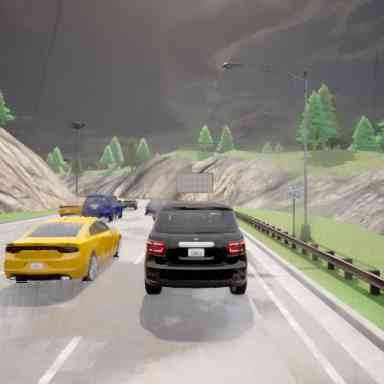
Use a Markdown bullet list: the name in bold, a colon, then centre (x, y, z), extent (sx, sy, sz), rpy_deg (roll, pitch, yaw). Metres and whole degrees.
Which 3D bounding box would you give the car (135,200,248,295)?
- **car**: centre (0.085, 1.221, 8.878), extent (2.150, 2.045, 5.566), rpy_deg (0, 0, 0)

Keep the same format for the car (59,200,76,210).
- **car**: centre (-10.561, 1.478, 30.562), extent (1.882, 1.535, 5.008), rpy_deg (0, 0, -2)

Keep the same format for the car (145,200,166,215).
- **car**: centre (-3.757, 1.564, 34.686), extent (1.994, 1.385, 4.181), rpy_deg (0, 0, -3)

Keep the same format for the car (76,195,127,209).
- **car**: centre (-6.957, 1.223, 26.354), extent (2.150, 2.045, 5.566), rpy_deg (0, 0, 0)

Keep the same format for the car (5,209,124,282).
- **car**: centre (-3.414, 1.477, 9.785), extent (1.882, 1.535, 5.008), rpy_deg (0, 0, 0)

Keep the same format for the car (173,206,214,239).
- **car**: centre (0.077, 1.559, 18.097), extent (1.994, 1.385, 4.181), rpy_deg (0, 0, 0)

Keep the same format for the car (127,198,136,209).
- **car**: centre (-8.009, 1.503, 42.814), extent (1.837, 1.490, 4.892), rpy_deg (0, 0, -7)

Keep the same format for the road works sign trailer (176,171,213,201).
- **road works sign trailer**: centre (0.182, 0.464, 21.594), extent (2.380, 3.560, 2.880), rpy_deg (0, 0, 0)
